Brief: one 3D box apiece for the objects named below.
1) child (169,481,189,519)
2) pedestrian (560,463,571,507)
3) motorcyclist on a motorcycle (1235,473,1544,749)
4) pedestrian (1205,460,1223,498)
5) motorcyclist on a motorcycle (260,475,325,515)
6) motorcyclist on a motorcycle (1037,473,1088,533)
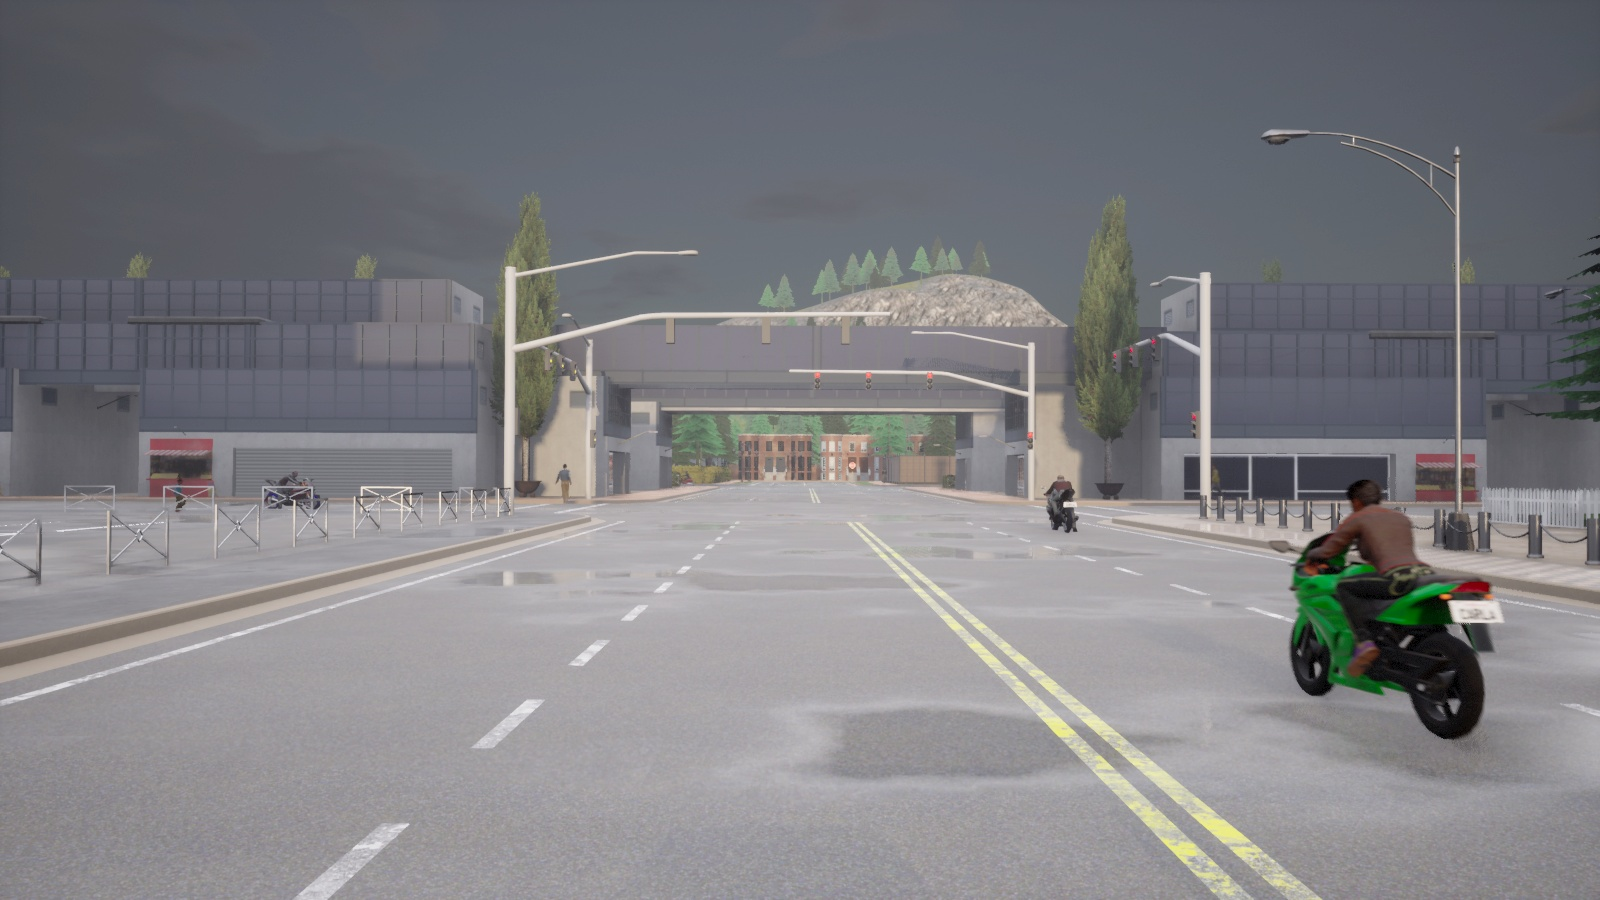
[{"bbox_3d":[-19.947,1.609,40.332,0.448,1.192,0.343,0,-1,1],"label":"child"},{"bbox_3d":[-10.557,1.583,56.551,0.423,1.949,0.788,0,-1,-7],"label":"pedestrian"},{"bbox_3d":[3.653,0.917,8.030,0.797,1.523,2.044,1,-1,-8],"label":"motorcyclist on a motorcycle"},{"bbox_3d":[19.991,1.408,60.574,0.709,1.840,0.431,0,-1,0],"label":"pedestrian"},{"bbox_3d":[-19.648,1.743,48.641,2.191,1.530,0.866,0,-1,1],"label":"motorcyclist on a motorcycle"},{"bbox_3d":[6.892,1.376,33.068,0.866,1.530,2.191,0,-1,0],"label":"motorcyclist on a motorcycle"}]
